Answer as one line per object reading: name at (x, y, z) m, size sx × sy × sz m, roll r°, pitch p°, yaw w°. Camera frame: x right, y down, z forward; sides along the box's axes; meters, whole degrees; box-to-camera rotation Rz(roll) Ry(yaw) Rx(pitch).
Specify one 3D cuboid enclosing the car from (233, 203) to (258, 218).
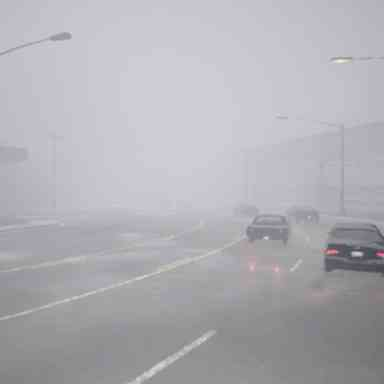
car at (5.721, 1.980, 35.723) m, size 1.837 × 1.490 × 4.892 m, roll 1°, pitch -1°, yaw -7°

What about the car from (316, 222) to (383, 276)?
car at (5.427, 1.727, 11.095) m, size 2.033 × 1.411 × 5.357 m, roll 0°, pitch -1°, yaw 25°

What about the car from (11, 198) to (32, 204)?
car at (-40.897, 2.127, 79.886) m, size 4.674 × 1.442 × 1.812 m, roll 1°, pitch -1°, yaw -25°

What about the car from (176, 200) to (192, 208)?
car at (-1.513, 2.280, 64.415) m, size 1.812 × 1.442 × 4.674 m, roll 1°, pitch -1°, yaw -25°

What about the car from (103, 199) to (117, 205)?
car at (-18.174, 2.291, 75.003) m, size 1.994 × 1.385 × 4.181 m, roll 1°, pitch -1°, yaw -25°

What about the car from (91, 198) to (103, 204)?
car at (-25.074, 2.407, 89.716) m, size 1.994 × 1.385 × 4.181 m, roll 1°, pitch -1°, yaw -25°

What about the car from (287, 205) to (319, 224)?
car at (9.556, 1.908, 29.206) m, size 1.882 × 1.535 × 5.008 m, roll 1°, pitch -1°, yaw 2°

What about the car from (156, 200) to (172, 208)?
car at (-5.394, 2.213, 64.455) m, size 2.128 × 1.511 × 4.902 m, roll 1°, pitch -1°, yaw -25°

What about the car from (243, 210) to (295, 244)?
car at (4.136, 1.844, 17.369) m, size 1.895 × 1.301 × 4.718 m, roll 0°, pitch -1°, yaw 19°
